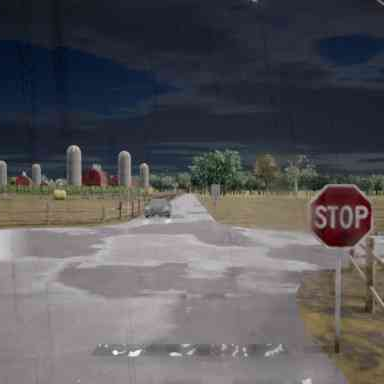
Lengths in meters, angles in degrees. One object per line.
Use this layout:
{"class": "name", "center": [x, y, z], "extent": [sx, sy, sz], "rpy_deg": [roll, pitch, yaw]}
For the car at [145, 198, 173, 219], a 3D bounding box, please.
{"class": "car", "center": [-2.839, 1.323, 28.945], "extent": [2.097, 1.767, 4.553], "rpy_deg": [0, 0, 0]}
